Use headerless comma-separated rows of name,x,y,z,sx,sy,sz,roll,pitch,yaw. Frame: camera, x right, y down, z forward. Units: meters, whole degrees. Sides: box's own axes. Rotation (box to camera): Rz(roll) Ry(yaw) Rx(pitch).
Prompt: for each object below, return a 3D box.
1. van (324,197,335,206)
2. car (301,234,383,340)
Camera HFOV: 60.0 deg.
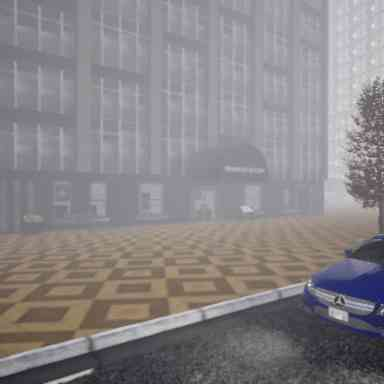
van,25.601,1.858,63.884,1.690,1.788,3.998,-1,-1,-22
car,4.046,1.514,6.146,4.674,1.442,1.812,0,0,-34
